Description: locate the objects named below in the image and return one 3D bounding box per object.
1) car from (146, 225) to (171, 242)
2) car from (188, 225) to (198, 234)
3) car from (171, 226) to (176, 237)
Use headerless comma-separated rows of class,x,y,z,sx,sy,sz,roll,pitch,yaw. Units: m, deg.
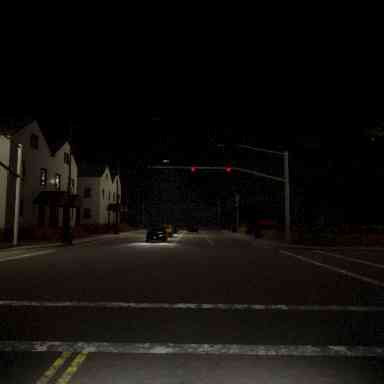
car,-3.503,4.248,33.647,1.837,1.490,4.892,0,-5,0
car,0.161,6.477,57.862,2.033,1.411,5.357,0,-5,0
car,-3.477,5.074,43.169,1.882,1.535,5.008,0,-5,0
